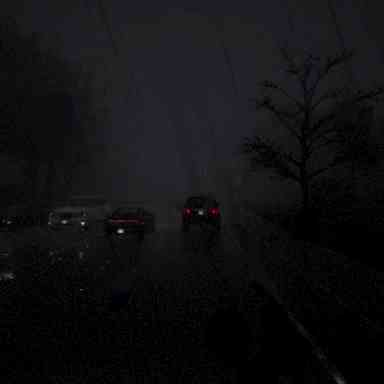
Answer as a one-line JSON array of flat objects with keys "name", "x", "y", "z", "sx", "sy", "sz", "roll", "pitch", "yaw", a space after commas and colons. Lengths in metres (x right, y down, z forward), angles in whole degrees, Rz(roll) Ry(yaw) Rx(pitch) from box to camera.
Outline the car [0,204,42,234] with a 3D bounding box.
[{"name": "car", "x": -10.142, "y": 1.485, "z": 19.526, "sx": 1.882, "sy": 1.535, "sz": 5.008, "roll": 0, "pitch": 0, "yaw": 2}]

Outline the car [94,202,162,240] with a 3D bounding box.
[{"name": "car", "x": -3.036, "y": 1.501, "z": 16.999, "sx": 2.128, "sy": 1.511, "sz": 4.902, "roll": 0, "pitch": 0, "yaw": 2}]

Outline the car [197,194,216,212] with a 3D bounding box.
[{"name": "car", "x": 1.819, "y": 1.249, "z": 39.678, "sx": 2.150, "sy": 2.045, "sz": 5.566, "roll": 0, "pitch": 0, "yaw": 5}]

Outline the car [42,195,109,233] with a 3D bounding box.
[{"name": "car", "x": -6.617, "y": 1.230, "z": 20.317, "sx": 2.150, "sy": 2.045, "sz": 5.566, "roll": 0, "pitch": 0, "yaw": 3}]

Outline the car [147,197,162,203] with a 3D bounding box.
[{"name": "car", "x": -6.765, "y": 1.603, "z": 60.250, "sx": 1.994, "sy": 1.385, "sz": 4.181, "roll": 0, "pitch": 0, "yaw": 7}]

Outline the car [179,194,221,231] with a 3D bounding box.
[{"name": "car", "x": 0.620, "y": 1.236, "z": 20.942, "sx": 2.150, "sy": 2.045, "sz": 5.566, "roll": 0, "pitch": 0, "yaw": 3}]

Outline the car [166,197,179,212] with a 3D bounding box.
[{"name": "car", "x": -1.758, "y": 1.626, "z": 38.887, "sx": 1.895, "sy": 1.301, "sz": 4.718, "roll": 0, "pitch": 0, "yaw": 5}]
